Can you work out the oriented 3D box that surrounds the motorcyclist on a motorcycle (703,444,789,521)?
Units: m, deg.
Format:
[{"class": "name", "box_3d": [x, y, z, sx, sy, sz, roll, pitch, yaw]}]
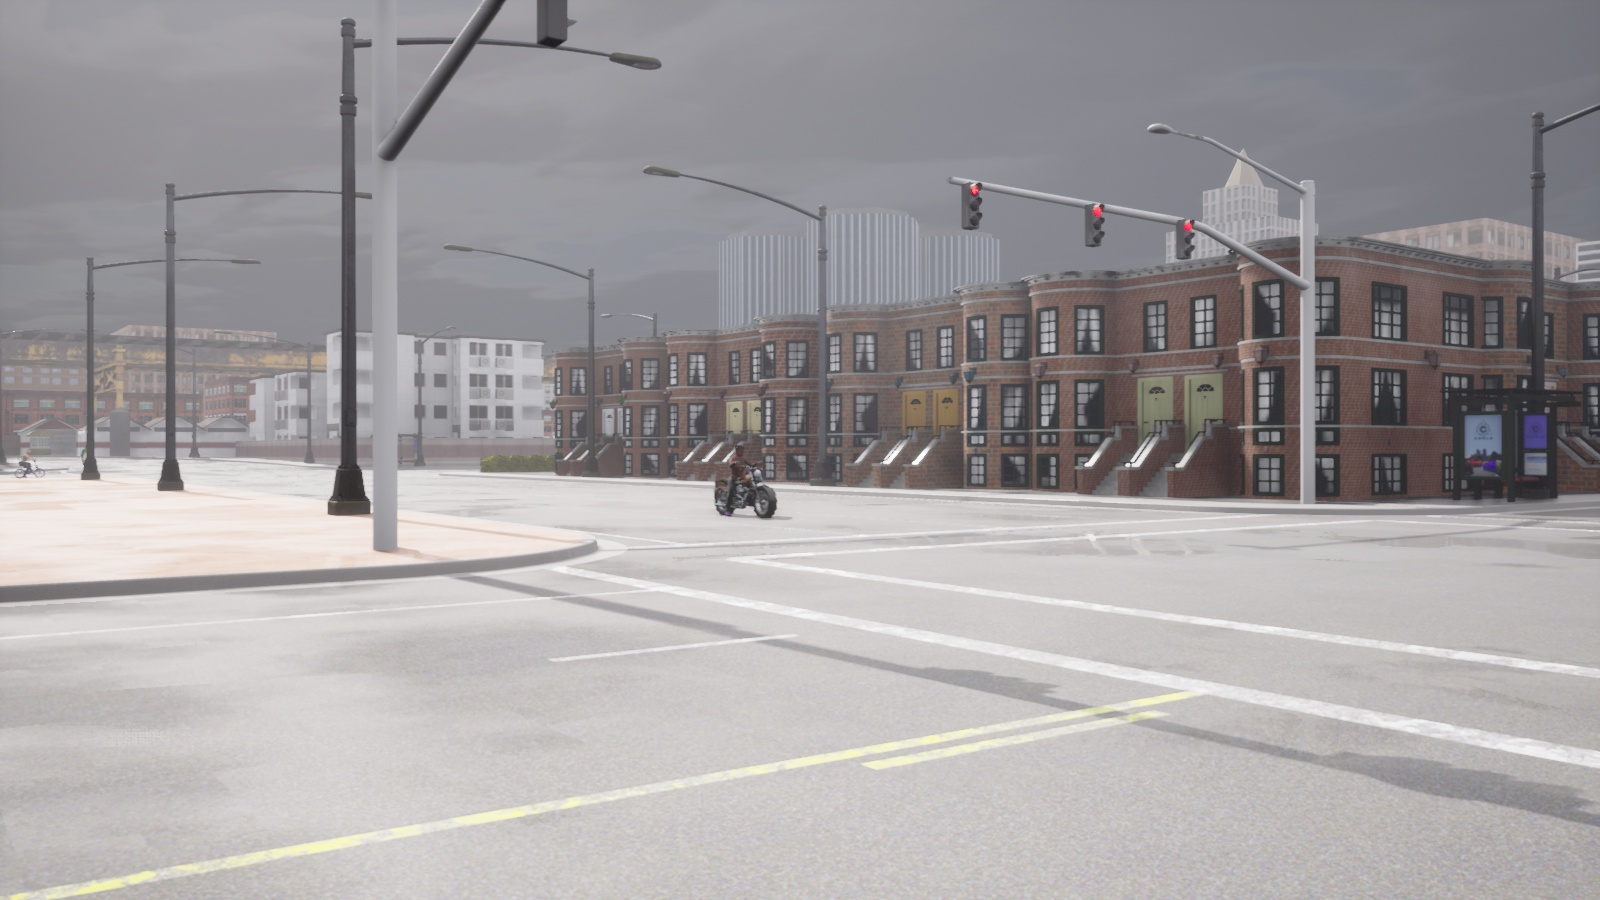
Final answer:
[{"class": "motorcyclist on a motorcycle", "box_3d": [-1.233, 0.694, 27.988, 0.766, 1.649, 2.350, 0, 0, -35]}]
